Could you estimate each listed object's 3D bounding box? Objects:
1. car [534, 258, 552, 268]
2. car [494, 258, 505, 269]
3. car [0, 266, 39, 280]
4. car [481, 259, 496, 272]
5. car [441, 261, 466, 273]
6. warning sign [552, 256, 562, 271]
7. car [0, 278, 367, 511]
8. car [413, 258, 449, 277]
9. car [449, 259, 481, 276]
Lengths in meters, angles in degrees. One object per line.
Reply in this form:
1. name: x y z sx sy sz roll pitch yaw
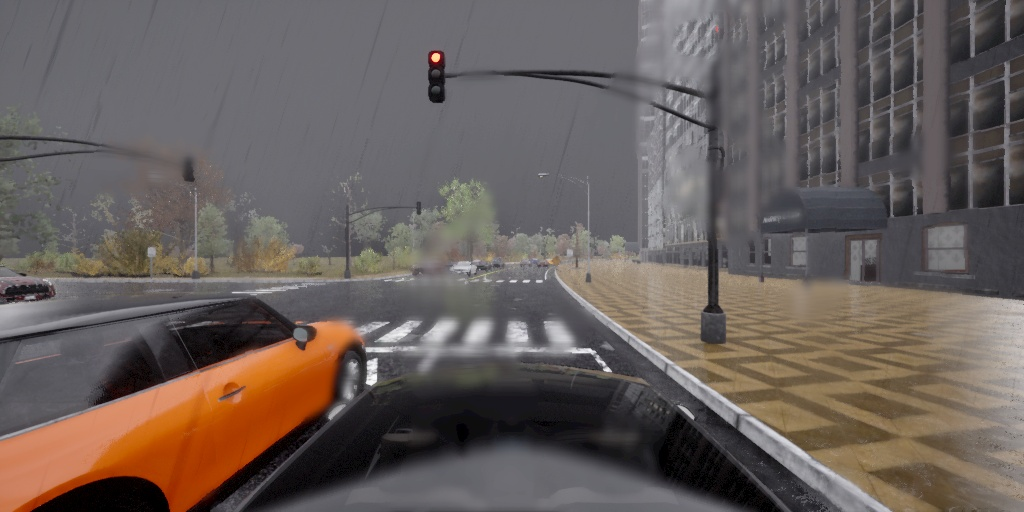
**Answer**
1. car: 5.560 1.359 63.027 1.895 1.301 4.718 0 0 10
2. car: -2.320 1.352 56.284 1.895 1.301 4.718 0 0 9
3. car: -22.458 1.163 15.147 4.553 1.767 2.097 0 0 3
4. car: -3.735 1.350 46.105 1.895 1.301 4.718 0 0 7
5. car: -7.192 1.348 44.528 1.895 1.301 4.718 0 0 7
6. warning sign: 5.507 0.868 44.175 1.300 1.860 1.060 0 0 7
7. car: -3.101 1.102 3.255 2.097 1.767 4.553 0 0 0
8. car: -8.140 1.098 35.592 2.097 1.767 4.553 0 0 6
9. car: -4.788 1.273 36.539 1.812 1.442 4.674 0 0 6
